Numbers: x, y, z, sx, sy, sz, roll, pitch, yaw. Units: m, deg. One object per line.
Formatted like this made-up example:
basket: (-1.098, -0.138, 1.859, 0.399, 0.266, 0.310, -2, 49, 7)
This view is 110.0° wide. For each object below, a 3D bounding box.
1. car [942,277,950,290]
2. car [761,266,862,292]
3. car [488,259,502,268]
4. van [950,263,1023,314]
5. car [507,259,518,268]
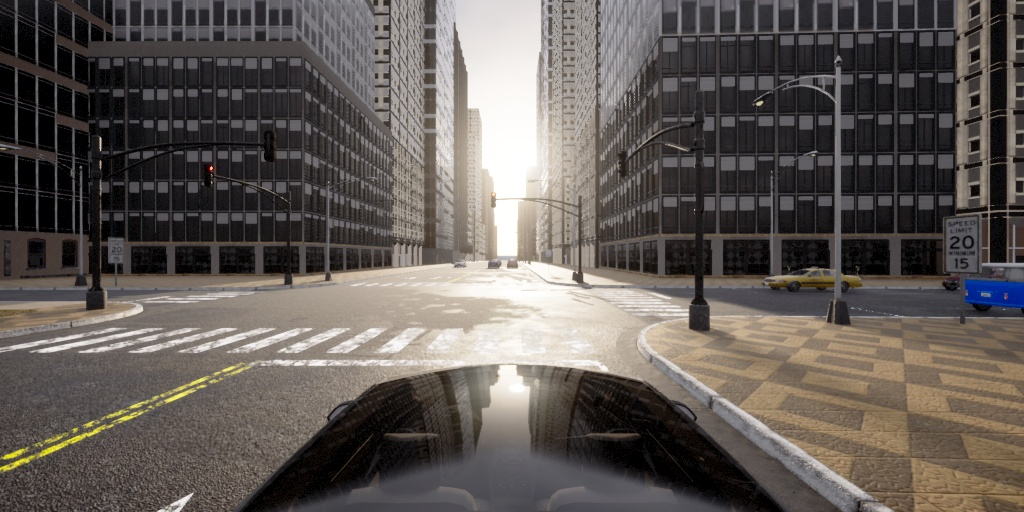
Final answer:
car: (26.947, 1.356, 20.114, 4.207, 1.307, 1.802, 0, 0, 2)
car: (17.113, 1.293, 20.612, 4.829, 1.417, 1.751, 0, 0, 2)
car: (-3.167, 1.336, 62.806, 1.882, 1.535, 5.008, 0, 0, 0)
van: (18.373, 1.119, 12.438, 3.998, 1.789, 1.690, 0, 0, 2)
car: (0.084, 1.425, 63.635, 1.994, 1.385, 4.181, 0, 0, 0)
